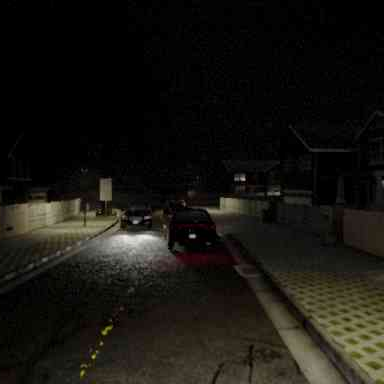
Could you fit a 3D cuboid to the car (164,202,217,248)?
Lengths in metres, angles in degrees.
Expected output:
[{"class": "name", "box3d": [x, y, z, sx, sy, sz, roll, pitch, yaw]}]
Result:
[{"class": "car", "box3d": [-0.029, 1.427, 14.504, 1.882, 1.535, 5.008, 0, 1, -1]}]

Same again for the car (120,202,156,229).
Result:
[{"class": "car", "box3d": [-3.363, 1.416, 21.008, 2.128, 1.511, 4.902, 0, 0, -5]}]

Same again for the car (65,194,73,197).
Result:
[{"class": "car", "box3d": [-27.257, 1.188, 74.130, 1.837, 1.490, 4.892, -1, 0, -41]}]

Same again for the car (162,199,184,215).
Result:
[{"class": "car", "box3d": [-1.501, 1.376, 29.015, 2.128, 1.511, 4.902, 0, 0, -10]}]
